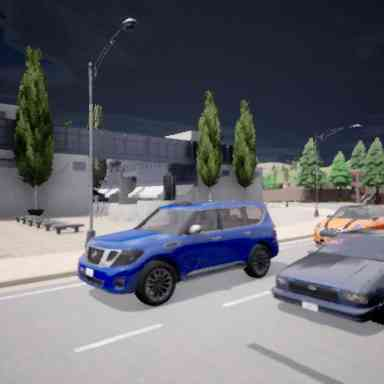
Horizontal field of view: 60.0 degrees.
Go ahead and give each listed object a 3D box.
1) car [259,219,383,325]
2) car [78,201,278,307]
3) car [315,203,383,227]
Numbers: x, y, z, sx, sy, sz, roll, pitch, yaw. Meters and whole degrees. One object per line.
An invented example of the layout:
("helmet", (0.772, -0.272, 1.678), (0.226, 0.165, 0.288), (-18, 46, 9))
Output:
("car", (4.074, 1.570, 7.403), (5.357, 1.411, 2.033), (0, -1, -39))
("car", (-0.007, 1.288, 8.631), (5.566, 2.045, 2.150), (0, -1, -41))
("car", (7.319, 1.401, 14.905), (4.553, 1.767, 2.097), (0, -1, -44))
